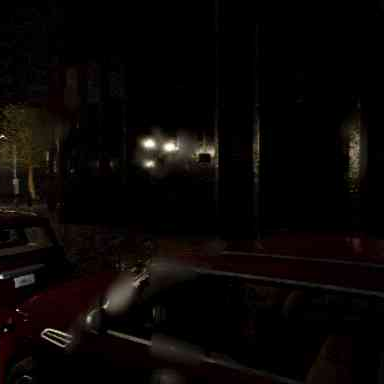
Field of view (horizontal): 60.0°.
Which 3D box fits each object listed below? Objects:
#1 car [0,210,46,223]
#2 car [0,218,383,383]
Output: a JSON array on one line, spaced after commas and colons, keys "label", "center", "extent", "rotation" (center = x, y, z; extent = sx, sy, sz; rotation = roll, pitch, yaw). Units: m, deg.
[{"label": "car", "center": [-4.217, 1.238, 5.655], "extent": [5.009, 1.841, 2.192], "rotation": [0, 1, 32]}, {"label": "car", "center": [0.544, 1.260, 2.638], "extent": [5.009, 1.841, 2.192], "rotation": [0, 1, 32]}]
